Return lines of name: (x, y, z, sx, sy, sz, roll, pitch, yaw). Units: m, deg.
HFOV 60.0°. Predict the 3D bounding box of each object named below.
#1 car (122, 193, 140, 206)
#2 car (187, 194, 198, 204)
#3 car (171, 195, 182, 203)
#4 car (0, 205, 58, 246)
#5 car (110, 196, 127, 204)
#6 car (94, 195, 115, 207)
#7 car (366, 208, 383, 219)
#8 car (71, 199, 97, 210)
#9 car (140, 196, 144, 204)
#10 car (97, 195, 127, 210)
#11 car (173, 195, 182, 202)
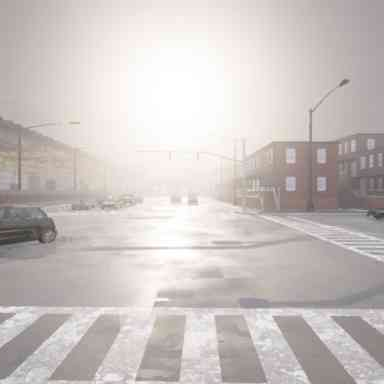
car: (-10.516, 1.221, 54.473, 2.150, 2.045, 5.566, 0, 0, 0)
car: (0.151, 1.547, 62.691, 2.033, 1.411, 5.357, 0, 0, 0)
car: (-3.368, 1.353, 70.271, 2.097, 1.767, 4.553, 0, 0, 0)
car: (-7.890, 1.352, 13.425, 2.097, 1.767, 4.553, 0, 0, 33)
car: (-13.980, 1.492, 63.434, 2.128, 1.511, 4.902, 0, 0, 0)
car: (-14.016, 1.352, 53.371, 2.097, 1.767, 4.553, 0, 0, 0)
car: (17.060, 1.547, 26.712, 5.357, 1.411, 2.033, 0, 0, 0)
car: (-14.039, 1.601, 43.285, 1.895, 1.301, 4.718, 0, 0, 0)
car: (-10.475, 1.505, 64.927, 1.837, 1.490, 4.892, 0, 0, 1)
car: (-10.534, 1.547, 44.189, 2.033, 1.411, 5.357, 0, 0, 0)
car: (-3.426, 1.478, 80.557, 1.882, 1.535, 5.008, 0, 0, 0)
